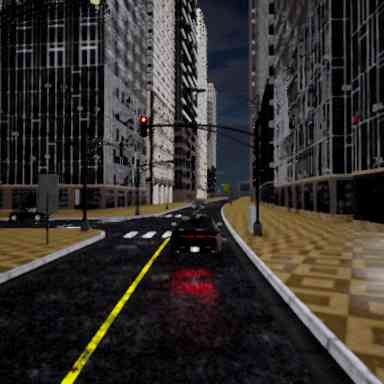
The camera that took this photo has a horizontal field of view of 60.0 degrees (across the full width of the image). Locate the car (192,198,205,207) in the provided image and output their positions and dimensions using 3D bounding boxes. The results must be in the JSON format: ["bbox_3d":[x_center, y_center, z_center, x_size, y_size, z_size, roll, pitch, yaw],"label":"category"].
[{"bbox_3d":[1.352,1.985,66.522,2.097,1.767,4.553,0,0,8],"label":"car"}]

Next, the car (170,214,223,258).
[{"bbox_3d":[0.180,1.649,13.419,1.837,1.490,4.892,0,0,2],"label":"car"}]

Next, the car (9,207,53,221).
[{"bbox_3d":[-16.283,2.210,33.657,4.403,1.369,2.008,-1,0,10],"label":"car"}]
